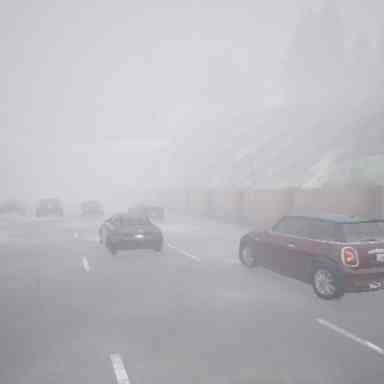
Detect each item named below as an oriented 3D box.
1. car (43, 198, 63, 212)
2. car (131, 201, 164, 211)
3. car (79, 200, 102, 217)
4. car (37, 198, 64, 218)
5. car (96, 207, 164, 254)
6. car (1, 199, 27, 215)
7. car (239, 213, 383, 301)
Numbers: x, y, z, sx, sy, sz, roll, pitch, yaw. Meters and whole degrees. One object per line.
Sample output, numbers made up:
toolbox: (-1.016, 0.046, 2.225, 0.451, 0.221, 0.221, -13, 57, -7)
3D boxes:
car: (-16.457, 1.493, 39.517, 1.994, 1.385, 4.181, 0, 0, -21)
car: (-3.613, 1.426, 25.855, 1.882, 1.535, 5.008, 0, 0, -21)
car: (-9.411, 1.488, 31.089, 2.033, 1.411, 5.357, 0, 0, -21)
car: (-12.735, 1.299, 29.976, 2.097, 1.767, 4.553, 0, 0, -21)
car: (-2.594, 1.537, 13.592, 1.994, 1.385, 4.181, 0, 0, -21)
car: (-17.798, 1.470, 33.328, 1.812, 1.442, 4.674, 0, 0, -22)
car: (3.068, 1.330, 8.679, 2.097, 1.767, 4.553, 0, 0, -21)
